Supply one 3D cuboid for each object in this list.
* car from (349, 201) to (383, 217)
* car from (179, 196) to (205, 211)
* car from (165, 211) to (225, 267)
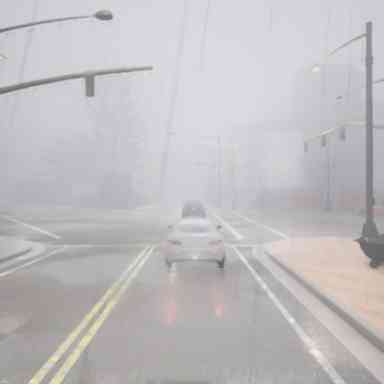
[{"bbox_3d":[19.365,1.745,35.632,4.553,1.767,2.097,1,0,0],"label":"car"},{"bbox_3d":[0.138,1.562,32.180,2.097,1.767,4.553,0,0,0],"label":"car"},{"bbox_3d":[0.094,1.594,11.570,1.812,1.442,4.674,0,0,0],"label":"car"}]
